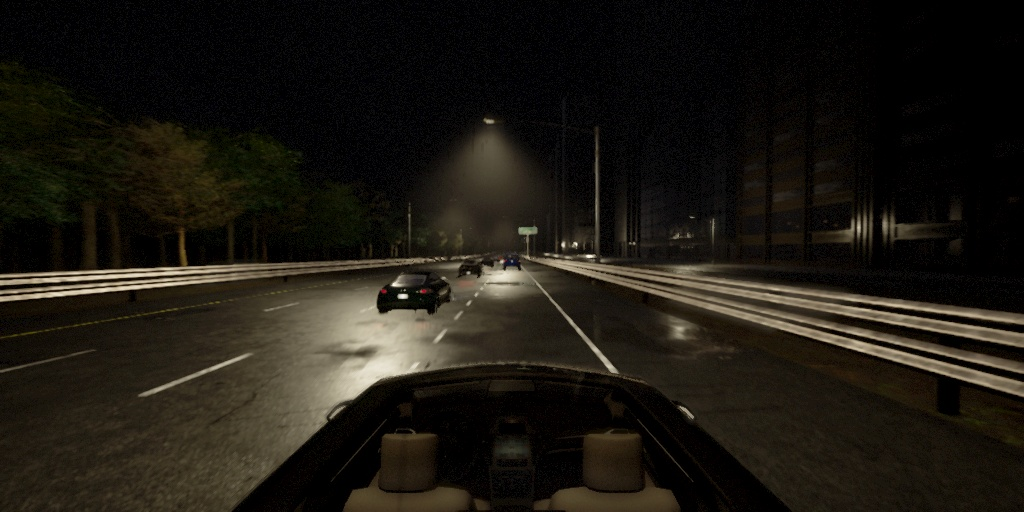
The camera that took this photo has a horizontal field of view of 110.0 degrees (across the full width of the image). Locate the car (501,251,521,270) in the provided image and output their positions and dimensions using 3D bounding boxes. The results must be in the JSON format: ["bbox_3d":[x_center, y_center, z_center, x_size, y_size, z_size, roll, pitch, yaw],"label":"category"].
[{"bbox_3d":[0.000,0.752,47.323,2.150,2.045,5.566,0,0,0],"label":"car"}]

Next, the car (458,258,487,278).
[{"bbox_3d":[-3.546,1.106,31.537,1.837,1.490,4.892,0,0,0],"label":"car"}]

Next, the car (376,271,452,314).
[{"bbox_3d":[-3.505,1.252,13.513,1.994,1.385,4.181,0,0,0],"label":"car"}]

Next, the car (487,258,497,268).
[{"bbox_3d":[-3.639,1.008,54.058,1.837,1.490,4.892,0,0,0],"label":"car"}]
